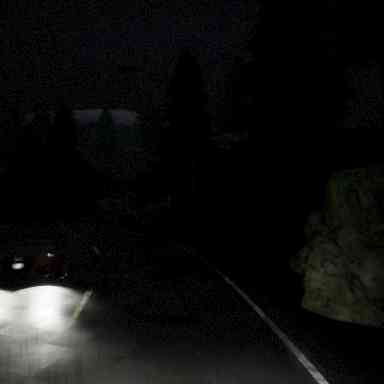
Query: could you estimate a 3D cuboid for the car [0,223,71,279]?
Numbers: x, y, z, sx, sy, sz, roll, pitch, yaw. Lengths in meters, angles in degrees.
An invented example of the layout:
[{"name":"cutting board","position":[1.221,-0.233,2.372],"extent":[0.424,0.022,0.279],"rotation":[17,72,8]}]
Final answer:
[{"name":"car","position":[-4.882,1.686,10.252],"extent":[1.994,1.385,4.181],"rotation":[0,-1,-16]}]
